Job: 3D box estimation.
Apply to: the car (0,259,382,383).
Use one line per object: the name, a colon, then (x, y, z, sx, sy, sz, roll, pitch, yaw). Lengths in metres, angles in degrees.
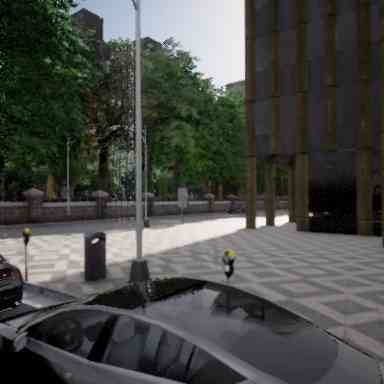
car: (-0.515, 1.579, 3.329, 4.313, 1.339, 1.947, 0, 0, 35)

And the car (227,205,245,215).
car: (7.223, 2.639, 49.533, 2.033, 1.411, 5.357, -1, -2, 36)

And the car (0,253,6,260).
car: (-5.012, 1.598, 6.518, 4.403, 1.369, 2.008, 0, 0, 35)
